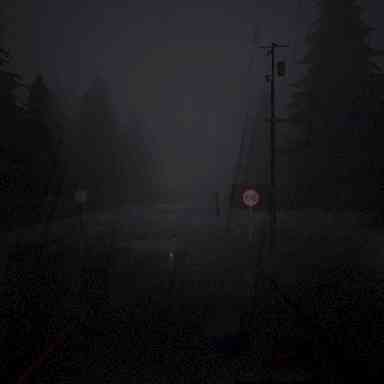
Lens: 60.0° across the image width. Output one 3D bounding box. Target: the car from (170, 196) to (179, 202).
[{"bbox_3d":[-3.955,1.726,75.956,2.033,1.411,5.357,0,0,0],"label":"car"}]
